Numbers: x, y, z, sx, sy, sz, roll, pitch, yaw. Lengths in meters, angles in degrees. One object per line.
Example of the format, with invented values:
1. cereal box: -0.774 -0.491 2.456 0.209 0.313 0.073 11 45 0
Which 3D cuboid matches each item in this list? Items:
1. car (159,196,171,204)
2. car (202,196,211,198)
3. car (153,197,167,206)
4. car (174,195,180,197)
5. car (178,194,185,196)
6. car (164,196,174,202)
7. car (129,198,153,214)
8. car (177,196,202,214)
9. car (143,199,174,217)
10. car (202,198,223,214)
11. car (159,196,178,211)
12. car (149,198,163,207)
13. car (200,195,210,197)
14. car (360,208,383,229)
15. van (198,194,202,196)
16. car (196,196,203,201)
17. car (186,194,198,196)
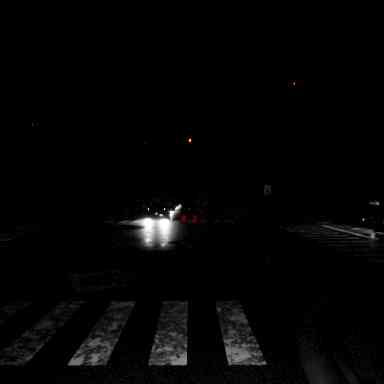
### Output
1. car: -5.578 1.551 69.207 1.967 1.590 4.097 0 0 0
2. car: 2.397 1.641 47.147 1.802 1.307 4.206 0 0 0
3. car: -5.603 1.633 58.186 2.008 1.369 4.403 0 0 0
4. car: -3.075 1.633 51.962 1.994 1.385 4.181 0 0 0
5. car: -3.009 1.583 62.043 2.128 1.511 4.902 0 0 1
6. car: -5.553 1.693 80.228 2.008 1.369 4.403 0 0 0
7. car: -5.652 1.480 36.143 1.967 1.590 4.097 0 0 0
8. car: -0.226 1.531 36.447 2.128 1.511 4.902 0 0 1
9. car: -3.143 1.634 32.022 1.895 1.301 4.718 0 0 1
10. car: 2.373 1.605 36.124 1.947 1.339 4.313 0 0 0
11. car: -3.097 1.614 41.978 1.994 1.385 4.181 0 0 1
12. car: -5.615 1.652 52.675 1.802 1.307 4.206 0 0 0
13. car: 2.410 1.636 52.657 1.947 1.339 4.313 0 0 0
14. car: 13.042 1.456 20.632 4.892 1.490 1.837 0 0 0
15. van: 2.422 1.423 58.168 1.690 1.788 3.998 0 0 0
16. car: 2.084 1.697 90.093 1.812 1.442 4.674 0 0 0
17. car: -0.099 1.664 64.885 1.994 1.385 4.181 0 0 0
